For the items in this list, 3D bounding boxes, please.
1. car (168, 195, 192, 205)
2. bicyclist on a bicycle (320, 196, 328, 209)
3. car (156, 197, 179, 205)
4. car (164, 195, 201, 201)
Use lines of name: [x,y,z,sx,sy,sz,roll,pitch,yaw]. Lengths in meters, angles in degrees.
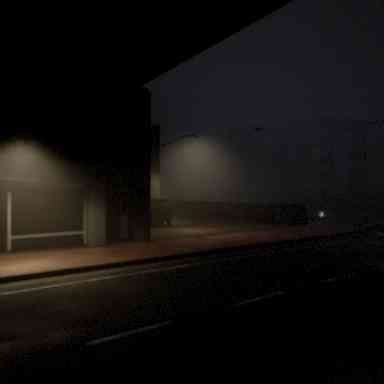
car: [-2.286,1.391,62.101,2.097,1.767,4.553,0,0,-41]
bicyclist on a bicycle: [16.956,1.346,42.731,1.656,1.620,0.582,0,0,-36]
car: [-4.417,1.599,59.277,1.994,1.385,4.181,0,0,-40]
car: [-1.453,1.505,43.543,1.882,1.535,5.008,0,0,-36]
